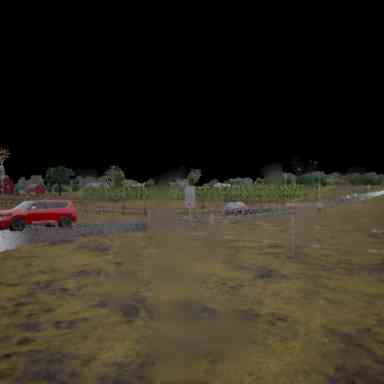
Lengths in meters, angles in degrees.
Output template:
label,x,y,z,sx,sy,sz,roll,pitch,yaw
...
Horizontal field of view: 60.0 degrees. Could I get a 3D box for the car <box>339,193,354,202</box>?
label,x,y,z,sx,sy,sz,roll,pitch,yaw
car,39.385,1.545,85.412,2.097,1.767,4.553,-1,0,36

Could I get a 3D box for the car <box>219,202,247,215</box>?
label,x,y,z,sx,sy,sz,roll,pitch,yaw
car,5.566,2.111,44.857,2.097,1.767,4.553,-1,-1,36

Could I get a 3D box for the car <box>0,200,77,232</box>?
label,x,y,z,sx,sy,sz,roll,pitch,yaw
car,-10.570,1.537,22.647,2.150,2.045,5.566,-1,-2,36
